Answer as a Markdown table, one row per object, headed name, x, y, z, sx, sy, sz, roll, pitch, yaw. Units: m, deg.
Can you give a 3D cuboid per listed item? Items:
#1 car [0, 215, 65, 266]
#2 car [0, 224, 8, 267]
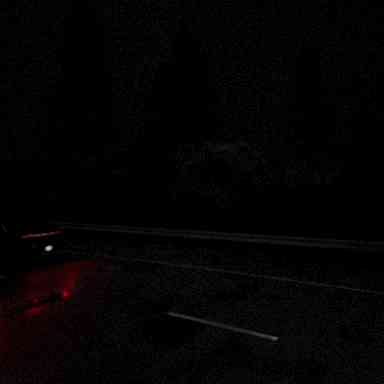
| name | x | y | z | sx | sy | sz | roll | pitch | yaw |
| --- | --- | --- | --- | --- | --- | --- | --- | --- | --- |
| car | -6.610 | 1.547 | 11.485 | 4.902 | 1.511 | 2.128 | 0 | 0 | 27 |
| car | -6.855 | 1.542 | 7.681 | 4.902 | 1.511 | 2.128 | 0 | 0 | 28 |
